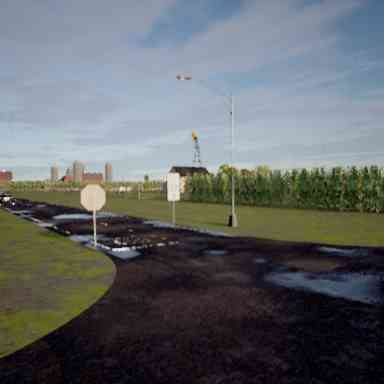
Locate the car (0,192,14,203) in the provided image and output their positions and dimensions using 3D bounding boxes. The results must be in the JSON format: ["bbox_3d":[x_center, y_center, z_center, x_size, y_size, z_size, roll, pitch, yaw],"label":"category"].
[{"bbox_3d":[-25.452,0.706,45.154,2.128,1.511,4.902,-1,2,-36],"label":"car"}]
